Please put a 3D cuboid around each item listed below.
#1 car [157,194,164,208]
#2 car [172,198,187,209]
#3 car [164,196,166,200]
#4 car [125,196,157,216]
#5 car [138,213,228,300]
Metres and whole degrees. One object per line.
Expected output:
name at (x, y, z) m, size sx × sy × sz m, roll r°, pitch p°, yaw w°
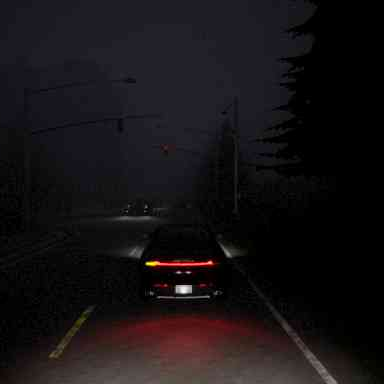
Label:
car at (-5.520, 1.476, 48.891) m, size 1.882 × 1.535 × 5.008 m, roll 0°, pitch 0°, yaw -2°
car at (-1.730, 1.562, 46.417) m, size 1.994 × 1.385 × 4.181 m, roll 0°, pitch 0°, yaw -2°
car at (-6.059, 1.176, 64.371) m, size 1.812 × 1.442 × 4.674 m, roll 0°, pitch 0°, yaw -2°
car at (-5.026, 1.350, 32.200) m, size 2.097 × 1.767 × 4.553 m, roll 0°, pitch 0°, yaw 1°
car at (-0.228, 1.505, 8.416) m, size 1.837 × 1.490 × 4.892 m, roll 0°, pitch 0°, yaw -2°
